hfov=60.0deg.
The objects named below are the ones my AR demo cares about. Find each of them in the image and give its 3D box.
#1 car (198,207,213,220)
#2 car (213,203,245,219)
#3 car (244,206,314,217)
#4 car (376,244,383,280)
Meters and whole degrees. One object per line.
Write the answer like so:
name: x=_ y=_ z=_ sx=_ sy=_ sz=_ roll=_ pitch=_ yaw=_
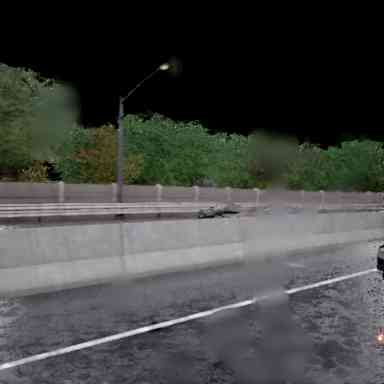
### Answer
car: x=2.783 y=1.658 z=27.466 sx=5.008 sy=1.535 sz=1.882 roll=1 pitch=-1 yaw=-35
car: x=3.955 y=1.727 z=24.002 sx=4.181 sy=1.385 sz=1.994 roll=1 pitch=-1 yaw=-35
car: x=6.152 y=1.714 z=21.273 sx=5.357 sy=1.411 sz=2.033 roll=1 pitch=-1 yaw=-35
car: x=6.582 y=1.563 z=8.439 sx=4.902 sy=1.511 sz=2.128 roll=1 pitch=0 yaw=-35
